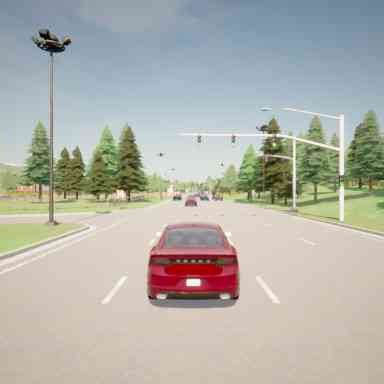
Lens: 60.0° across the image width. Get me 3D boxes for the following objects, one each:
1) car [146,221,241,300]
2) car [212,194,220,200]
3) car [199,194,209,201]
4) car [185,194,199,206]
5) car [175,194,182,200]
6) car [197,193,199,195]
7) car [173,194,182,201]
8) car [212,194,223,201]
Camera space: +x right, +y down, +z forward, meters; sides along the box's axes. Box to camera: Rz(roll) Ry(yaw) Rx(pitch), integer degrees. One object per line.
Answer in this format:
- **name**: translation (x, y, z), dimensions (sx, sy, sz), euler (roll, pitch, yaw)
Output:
- **car**: translation (0.038, 1.478, 8.459), dimensions (1.882, 1.535, 5.008), euler (0, 0, 0)
- **car**: translation (6.724, 1.372, 94.115), dimensions (2.033, 1.411, 5.357), euler (0, 0, 0)
- **car**: translation (3.254, 1.516, 84.101), dimensions (1.812, 1.442, 4.674), euler (0, 0, 0)
- **car**: translation (-0.155, 1.525, 53.062), dimensions (1.812, 1.442, 4.674), euler (0, 0, 0)
- **car**: translation (-3.776, 1.310, 94.084), dimensions (1.882, 1.535, 5.008), euler (0, 0, 0)
- **car**: translation (3.224, 1.357, 94.105), dimensions (2.128, 1.511, 4.902), euler (0, 0, 0)
- **car**: translation (-3.745, 1.469, 83.664), dimensions (1.882, 1.535, 5.008), euler (0, 0, 0)
- **car**: translation (6.755, 1.516, 83.695), dimensions (2.128, 1.511, 4.902), euler (0, 0, 0)
